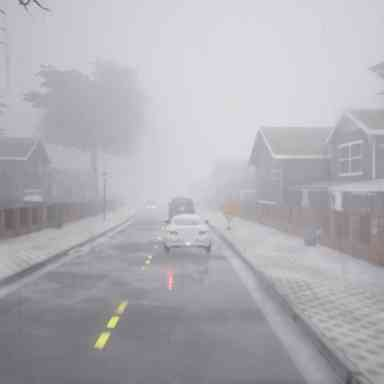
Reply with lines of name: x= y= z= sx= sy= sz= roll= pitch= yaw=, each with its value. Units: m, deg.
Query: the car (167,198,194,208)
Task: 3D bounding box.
car: x=-0.947 y=1.493 z=29.117 sx=2.150 sy=2.045 sz=5.566 roll=0 pitch=0 yaw=-4

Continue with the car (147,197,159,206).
car: x=-8.647 y=2.162 z=70.455 sx=2.128 sy=1.511 sz=4.902 roll=0 pitch=0 yaw=-9

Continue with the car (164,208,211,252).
car: x=-0.208 y=1.662 z=14.430 sx=1.812 sy=1.442 sz=4.674 roll=0 pitch=0 yaw=-2

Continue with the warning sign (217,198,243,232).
warning sign: x=2.157 y=1.293 z=19.106 sx=1.300 sy=1.860 sz=1.060 roll=1 pitch=1 yaw=-3
